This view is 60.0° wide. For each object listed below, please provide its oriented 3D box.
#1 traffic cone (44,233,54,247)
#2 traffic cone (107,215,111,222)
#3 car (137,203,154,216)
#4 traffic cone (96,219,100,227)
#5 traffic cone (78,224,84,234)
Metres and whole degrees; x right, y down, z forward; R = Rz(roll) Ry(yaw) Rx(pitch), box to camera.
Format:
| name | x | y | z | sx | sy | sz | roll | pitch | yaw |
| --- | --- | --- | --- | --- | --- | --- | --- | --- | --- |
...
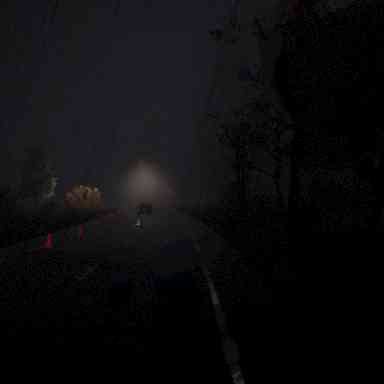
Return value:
| name | x | y | z | sx | sy | sz | roll | pitch | yaw |
| --- | --- | --- | --- | --- | --- | --- | --- | --- | --- |
| traffic cone | -6.414 | 2.145 | 14.940 | 0.340 | 0.580 | 0.340 | 0 | -1 | -3 |
| traffic cone | -7.387 | 2.353 | 29.779 | 0.340 | 0.580 | 0.340 | 0 | -1 | -5 |
| car | -5.529 | 2.064 | 39.632 | 1.812 | 1.442 | 4.674 | 0 | -1 | -7 |
| traffic cone | -6.996 | 2.283 | 24.838 | 0.340 | 0.580 | 0.340 | 0 | -1 | -4 |
| traffic cone | -6.671 | 2.213 | 19.891 | 0.340 | 0.580 | 0.340 | 0 | -1 | -3 |
